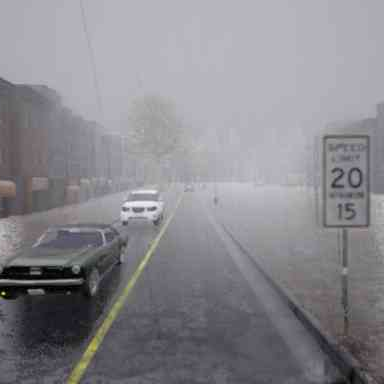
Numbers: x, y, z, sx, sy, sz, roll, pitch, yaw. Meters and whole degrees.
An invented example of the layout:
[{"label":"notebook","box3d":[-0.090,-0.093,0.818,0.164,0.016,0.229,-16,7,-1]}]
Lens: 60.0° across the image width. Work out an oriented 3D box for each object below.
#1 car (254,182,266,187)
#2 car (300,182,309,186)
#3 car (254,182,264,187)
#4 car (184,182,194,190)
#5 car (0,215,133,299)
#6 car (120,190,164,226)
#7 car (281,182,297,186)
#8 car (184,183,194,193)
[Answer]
[{"label":"car","box3d":[17.999,-2.041,86.759,1.802,1.307,4.206,0,2,0]},{"label":"car","box3d":[31.016,-2.143,88.602,4.313,1.339,1.947,-1,2,0]},{"label":"car","box3d":[17.984,-1.958,89.687,1.947,1.339,4.313,0,2,0]},{"label":"car","box3d":[-0.719,-1.384,79.688,2.097,1.767,4.553,0,3,-1]},{"label":"car","box3d":[-2.912,1.513,8.369,1.895,1.301,4.718,0,1,0]},{"label":"car","box3d":[-3.019,0.911,21.243,2.150,2.045,5.566,0,1,0]},{"label":"car","box3d":[25.754,-2.041,88.557,4.206,1.307,1.802,-1,2,0]},{"label":"car","box3d":[-0.622,-0.624,69.442,1.812,1.442,4.674,0,3,-1]}]
